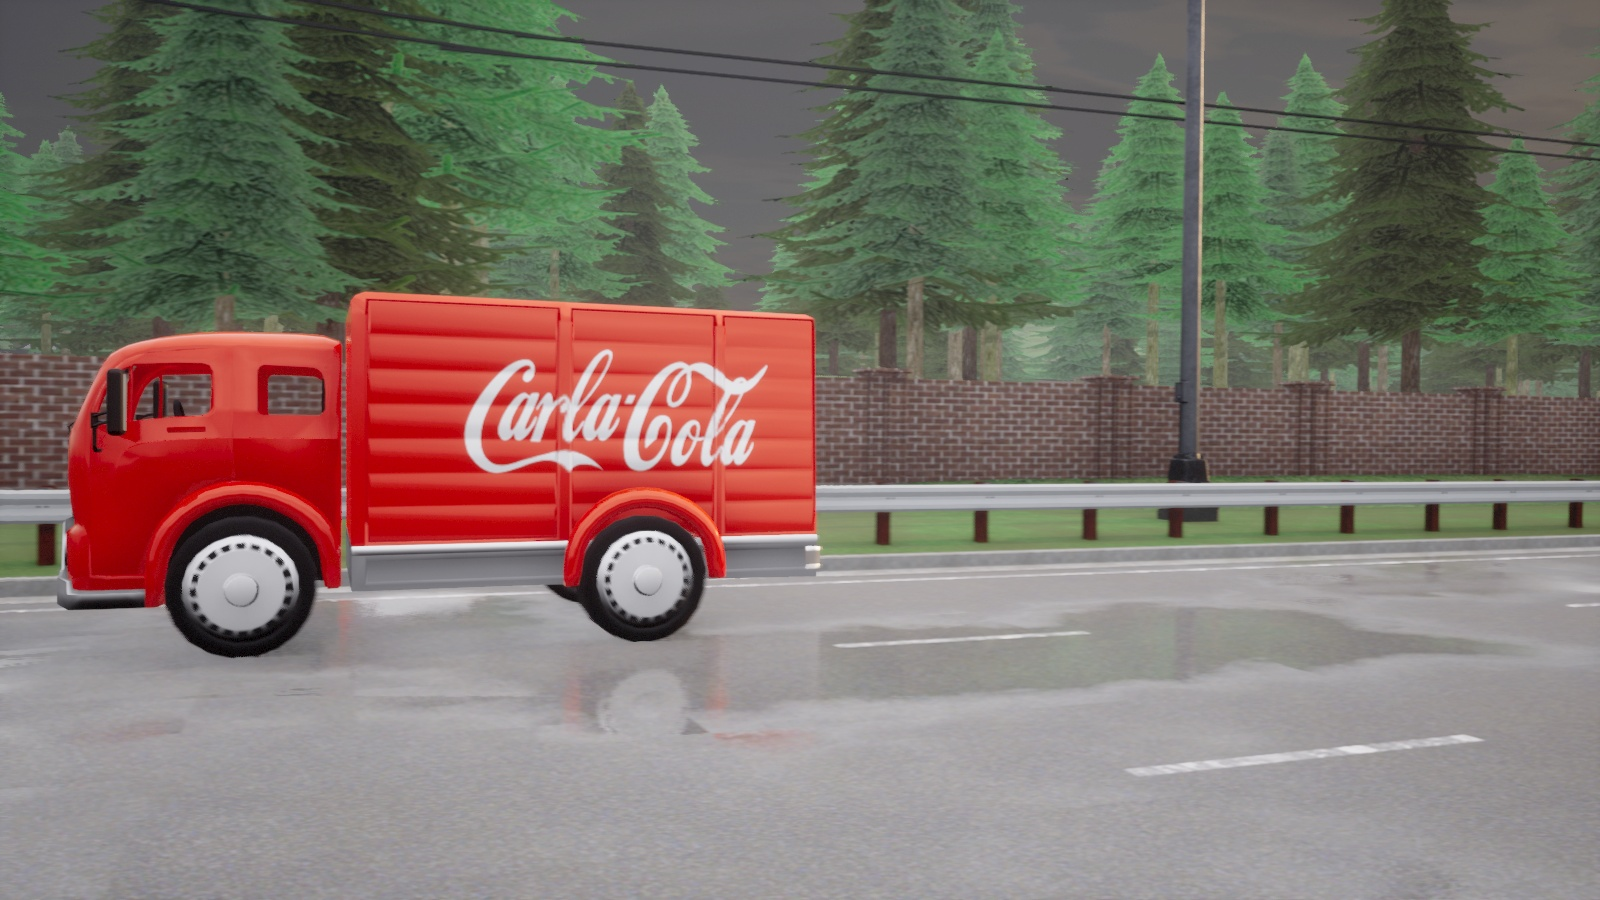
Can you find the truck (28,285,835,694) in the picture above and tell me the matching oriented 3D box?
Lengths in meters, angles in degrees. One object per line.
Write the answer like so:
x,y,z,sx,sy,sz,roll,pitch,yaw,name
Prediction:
-2.654,0.180,9.715,5.204,2.467,2.627,-1,1,-21,truck
